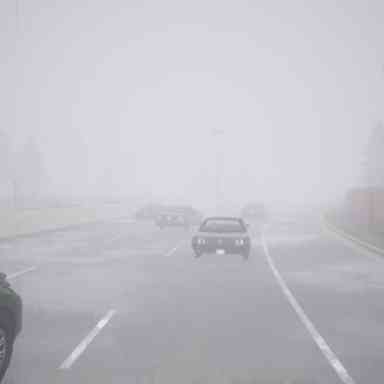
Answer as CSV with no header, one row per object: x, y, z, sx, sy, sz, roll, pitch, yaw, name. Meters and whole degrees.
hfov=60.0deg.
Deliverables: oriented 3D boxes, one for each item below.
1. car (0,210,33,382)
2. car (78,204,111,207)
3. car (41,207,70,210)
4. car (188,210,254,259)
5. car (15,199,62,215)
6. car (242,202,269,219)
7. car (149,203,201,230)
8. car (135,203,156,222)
-3.286,1.208,1.869,2.150,2.045,5.566,0,0,2,car
-8.493,1.446,31.983,2.128,1.511,4.902,0,0,20,car
-12.573,1.540,30.824,1.895,1.301,4.718,0,0,18,car
1.240,1.600,12.724,1.895,1.301,4.718,0,0,9,car
-15.350,1.492,33.471,1.994,1.385,4.181,0,0,19,car
5.628,1.573,29.375,1.994,1.385,4.181,0,0,20,car
-0.659,1.536,21.049,2.033,1.411,5.357,0,0,14,car
-2.845,1.542,26.036,1.994,1.385,4.181,0,0,16,car
